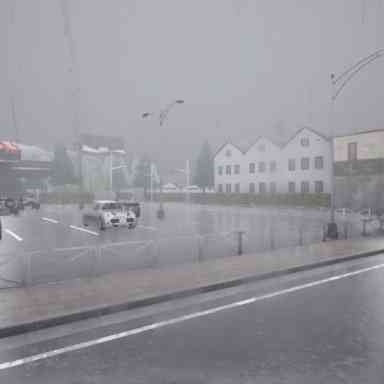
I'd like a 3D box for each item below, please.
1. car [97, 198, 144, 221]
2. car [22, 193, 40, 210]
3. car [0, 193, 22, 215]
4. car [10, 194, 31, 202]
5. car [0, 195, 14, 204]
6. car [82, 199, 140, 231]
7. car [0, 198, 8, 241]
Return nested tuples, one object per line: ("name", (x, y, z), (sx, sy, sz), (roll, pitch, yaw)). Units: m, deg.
("car", (-5.708, 1.313, 26.250), (2.007, 1.523, 4.514), (0, 0, -36))
("car", (-19.063, 1.092, 38.687), (1.905, 1.878, 3.866), (0, 0, -36))
("car", (-17.171, 1.113, 30.372), (1.932, 1.855, 4.605), (0, 0, -36))
("car", (-38.110, 1.328, 73.817), (3.866, 1.878, 1.905), (0, 0, -36))
("car", (-38.355, 1.495, 66.689), (4.611, 1.667, 2.242), (0, 0, -36))
("car", (-4.598, 1.247, 18.384), (1.970, 1.475, 3.806), (0, 0, -36))
("car", (-9.636, 1.169, 14.395), (2.152, 1.636, 5.027), (0, 0, -36))
